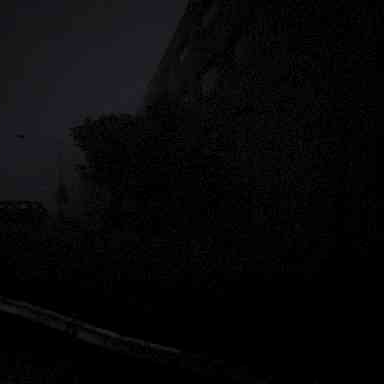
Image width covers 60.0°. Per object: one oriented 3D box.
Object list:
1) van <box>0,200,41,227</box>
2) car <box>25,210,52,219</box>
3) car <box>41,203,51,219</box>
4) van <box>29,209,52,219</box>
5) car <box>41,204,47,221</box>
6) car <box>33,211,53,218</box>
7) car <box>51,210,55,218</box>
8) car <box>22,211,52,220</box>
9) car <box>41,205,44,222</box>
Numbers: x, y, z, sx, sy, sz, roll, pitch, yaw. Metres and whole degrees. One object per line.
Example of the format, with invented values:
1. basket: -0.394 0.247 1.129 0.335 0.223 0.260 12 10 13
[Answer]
1. van: -13.338 1.586 23.514 4.442 1.987 1.878 0 -3 -22
2. car: -29.912 4.379 64.905 4.553 1.767 2.185 0 -4 -22
3. car: -16.560 2.010 31.213 5.566 2.045 2.435 0 -4 -22
4. van: -31.897 4.625 70.123 4.442 1.987 1.878 0 -4 -22
5. car: -15.519 2.096 28.673 5.008 1.535 2.097 0 -4 -22
6. car: -37.131 5.588 83.038 4.553 1.767 2.185 0 -4 -22
7. car: -22.545 3.294 46.821 5.366 1.575 1.946 0 -4 -22
8. car: -28.957 4.340 62.409 5.008 1.535 2.097 0 -4 -22
9. car: -14.444 1.971 26.056 4.792 1.488 2.163 0 -3 -22
